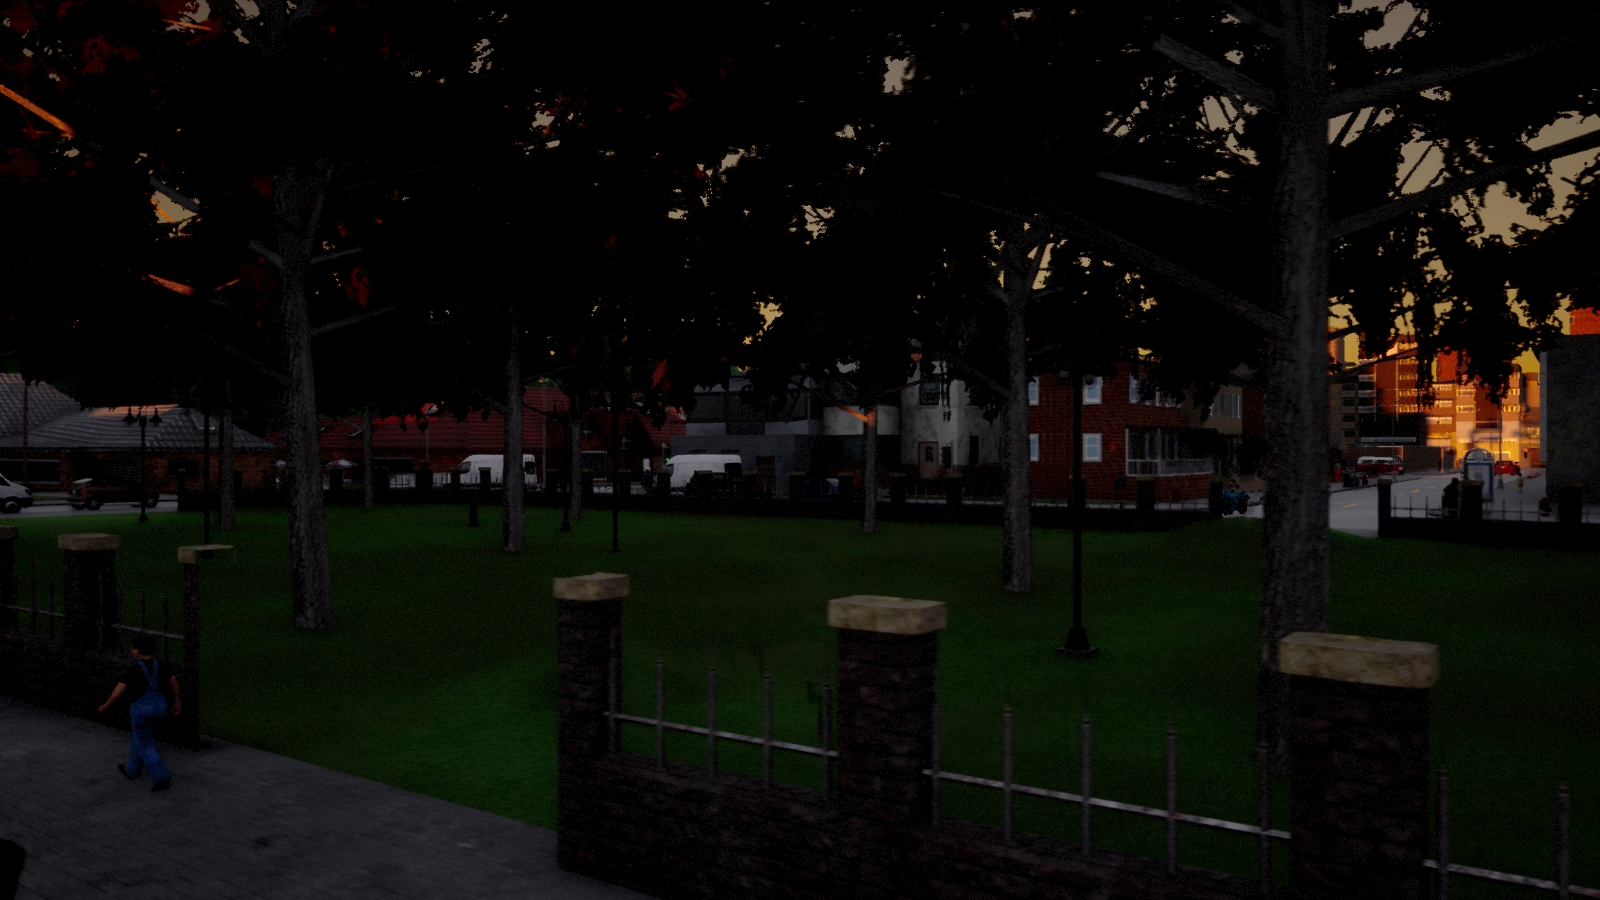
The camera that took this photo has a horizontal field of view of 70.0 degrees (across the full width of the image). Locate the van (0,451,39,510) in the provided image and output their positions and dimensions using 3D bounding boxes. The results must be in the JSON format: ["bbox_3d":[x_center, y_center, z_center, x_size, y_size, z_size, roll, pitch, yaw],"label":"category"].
[{"bbox_3d":[-36.255,1.315,48.811,1.988,2.561,5.915,0,0,36],"label":"van"}]

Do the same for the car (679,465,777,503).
[{"bbox_3d":[-3.628,1.686,57.257,4.553,1.767,2.097,0,0,35],"label":"car"}]

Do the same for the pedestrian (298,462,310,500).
[{"bbox_3d":[-24.552,1.525,56.575,0.375,1.860,0.375,0,0,33],"label":"pedestrian"}]

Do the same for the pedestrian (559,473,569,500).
[{"bbox_3d":[-11.748,1.805,56.919,0.375,1.300,0.375,0,0,-40],"label":"pedestrian"}]

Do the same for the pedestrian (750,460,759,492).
[{"bbox_3d":[-2.646,1.517,66.868,0.375,1.860,0.375,0,0,35],"label":"pedestrian"}]

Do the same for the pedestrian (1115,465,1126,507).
[{"bbox_3d":[14.588,1.629,51.991,0.375,1.860,0.375,0,0,31],"label":"pedestrian"}]

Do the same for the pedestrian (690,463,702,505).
[{"bbox_3d":[-4.689,1.526,51.520,0.375,1.860,0.375,0,0,34],"label":"pedestrian"}]

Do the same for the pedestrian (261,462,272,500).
[{"bbox_3d":[-26.080,1.525,55.850,0.375,1.860,0.375,0,0,32],"label":"pedestrian"}]

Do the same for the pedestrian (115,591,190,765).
[{"bbox_3d":[-5.177,1.806,9.142,0.375,1.300,0.375,0,0,23],"label":"pedestrian"}]

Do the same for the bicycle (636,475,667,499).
[{"bbox_3d":[-7.842,1.941,60.283,1.835,1.271,0.329,0,0,35],"label":"bicycle"}]

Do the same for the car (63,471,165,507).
[{"bbox_3d":[-32.454,1.807,54.129,1.789,1.549,3.705,0,0,35],"label":"car"}]

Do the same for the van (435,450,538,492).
[{"bbox_3d":[-19.481,1.315,71.135,5.915,2.561,1.988,0,-1,13],"label":"van"}]

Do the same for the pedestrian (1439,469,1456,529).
[{"bbox_3d":[20.287,1.525,35.799,0.375,1.860,0.375,0,0,40],"label":"pedestrian"}]

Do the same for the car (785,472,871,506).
[{"bbox_3d":[1.316,1.818,54.003,3.633,1.501,1.845,0,0,36],"label":"car"}]

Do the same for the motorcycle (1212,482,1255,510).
[{"bbox_3d":[18.747,1.993,49.419,2.033,1.145,0.803,0,0,-38],"label":"motorcycle"}]

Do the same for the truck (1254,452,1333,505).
[{"bbox_3d":[24.347,1.348,56.234,2.627,2.467,5.204,0,0,35],"label":"truck"}]

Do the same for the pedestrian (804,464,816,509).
[{"bbox_3d":[0.434,1.525,47.980,0.375,1.860,0.375,0,0,30],"label":"pedestrian"}]

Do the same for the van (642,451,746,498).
[{"bbox_3d":[-5.947,1.315,63.751,5.915,2.561,1.988,0,0,35],"label":"van"}]
